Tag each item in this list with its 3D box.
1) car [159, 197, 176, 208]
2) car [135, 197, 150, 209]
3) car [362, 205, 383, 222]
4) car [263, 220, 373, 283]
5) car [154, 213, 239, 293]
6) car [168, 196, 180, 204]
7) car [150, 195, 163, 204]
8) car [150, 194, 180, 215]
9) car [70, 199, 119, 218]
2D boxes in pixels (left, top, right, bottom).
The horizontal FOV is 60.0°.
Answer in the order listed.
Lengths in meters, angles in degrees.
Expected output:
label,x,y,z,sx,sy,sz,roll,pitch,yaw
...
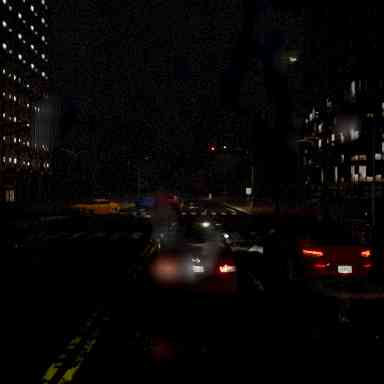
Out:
label,x,y,z,sx,sy,sz,roll,pitch,yaw
car,-3.420,1.446,47.304,2.128,1.511,4.902,0,0,0
car,-6.672,1.434,46.085,1.882,1.535,5.008,0,0,0
car,16.075,1.617,26.858,4.181,1.385,1.994,0,0,1
car,3.334,1.522,9.559,1.812,1.442,4.674,0,0,0
car,0.085,1.544,8.974,2.033,1.411,5.357,0,0,0
car,-3.440,1.467,64.063,2.033,1.411,5.357,0,0,0
car,-6.691,1.400,62.498,1.882,1.535,5.008,0,0,0
car,-2.665,1.193,33.207,2.150,2.045,5.566,0,0,-11
car,-8.715,1.399,30.177,1.882,1.535,5.008,1,0,28
